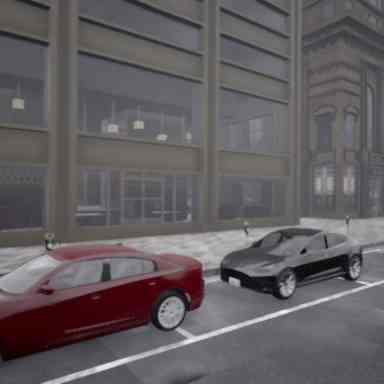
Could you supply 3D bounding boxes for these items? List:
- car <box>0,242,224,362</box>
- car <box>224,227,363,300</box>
[{"bbox_3d":[-1.861,1.558,5.321,4.507,1.381,1.887,1,0,-35],"label":"car"},{"bbox_3d":[2.713,1.630,8.583,4.313,1.339,1.947,1,0,-35],"label":"car"}]
